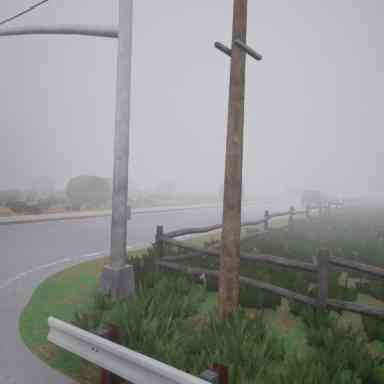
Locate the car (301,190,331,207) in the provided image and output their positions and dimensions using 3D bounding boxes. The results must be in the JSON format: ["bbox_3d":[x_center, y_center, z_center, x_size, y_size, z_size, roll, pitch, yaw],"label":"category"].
[{"bbox_3d":[15.387,0.808,41.845,2.150,2.045,5.566,3,2,34],"label":"car"}]

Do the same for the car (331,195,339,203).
[{"bbox_3d":[21.138,1.131,50.744,1.994,1.385,4.181,3,2,33],"label":"car"}]

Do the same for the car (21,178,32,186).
[{"bbox_3d":[-39.205,-2.341,79.244,1.905,1.878,3.866,8,2,-13],"label":"car"}]
